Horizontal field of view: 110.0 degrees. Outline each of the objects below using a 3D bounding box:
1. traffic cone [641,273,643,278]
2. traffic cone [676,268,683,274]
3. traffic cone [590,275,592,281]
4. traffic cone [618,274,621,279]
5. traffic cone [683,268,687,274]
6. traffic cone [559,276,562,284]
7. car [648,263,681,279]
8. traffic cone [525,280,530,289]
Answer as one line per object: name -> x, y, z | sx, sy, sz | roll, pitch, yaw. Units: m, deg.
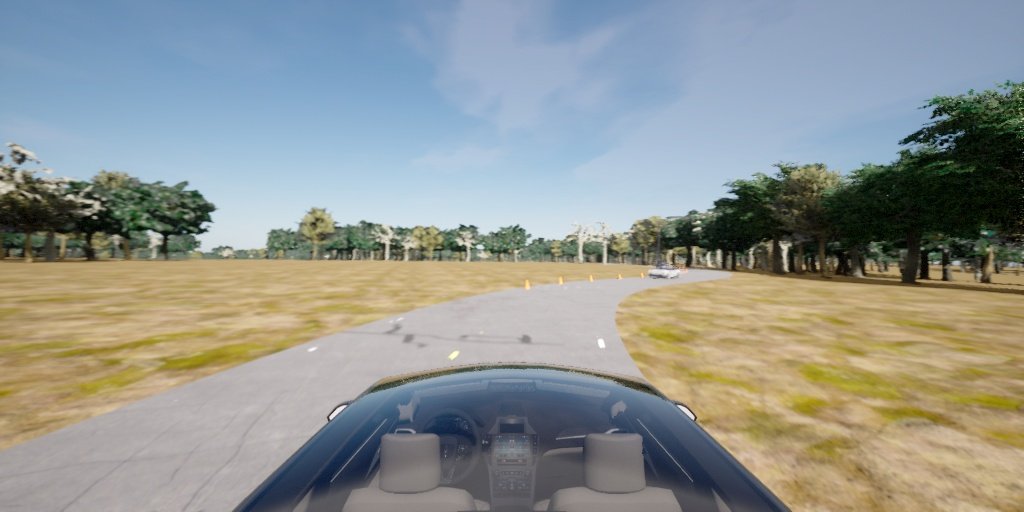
traffic cone -> 13.969, 2.049, 38.481 | 0.340, 0.580, 0.340 | 0, 0, 43
traffic cone -> 23.132, 2.279, 49.798 | 0.340, 0.580, 0.340 | 0, 0, 35
traffic cone -> 6.884, 1.899, 31.238 | 0.340, 0.580, 0.340 | 0, 0, 41
traffic cone -> 10.535, 1.975, 35.044 | 0.340, 0.580, 0.340 | 0, 0, -44
traffic cone -> 25.780, 2.355, 53.871 | 0.340, 0.580, 0.340 | 0, 0, 32
traffic cone -> 3.668, 1.829, 27.020 | 0.340, 0.580, 0.340 | 0, 0, 34
car -> 15.933, 1.706, 37.443 | 1.895, 1.301, 4.718 | 0, -1, 43
traffic cone -> 0.953, 1.769, 22.462 | 0.340, 0.580, 0.340 | 0, 0, 28
